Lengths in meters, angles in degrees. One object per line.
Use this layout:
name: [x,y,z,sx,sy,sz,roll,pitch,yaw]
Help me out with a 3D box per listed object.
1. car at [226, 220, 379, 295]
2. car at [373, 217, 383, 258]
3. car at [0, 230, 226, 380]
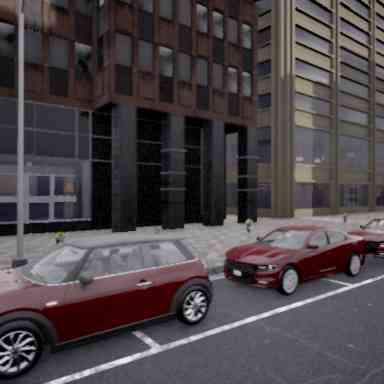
car: [2.831,1.571,8.794,4.507,1.381,1.887,0,0,-36]
car: [7.336,1.577,12.125,4.507,1.381,1.887,0,0,-36]
car: [-1.673,1.460,5.464,4.097,1.590,1.967,0,0,-36]
